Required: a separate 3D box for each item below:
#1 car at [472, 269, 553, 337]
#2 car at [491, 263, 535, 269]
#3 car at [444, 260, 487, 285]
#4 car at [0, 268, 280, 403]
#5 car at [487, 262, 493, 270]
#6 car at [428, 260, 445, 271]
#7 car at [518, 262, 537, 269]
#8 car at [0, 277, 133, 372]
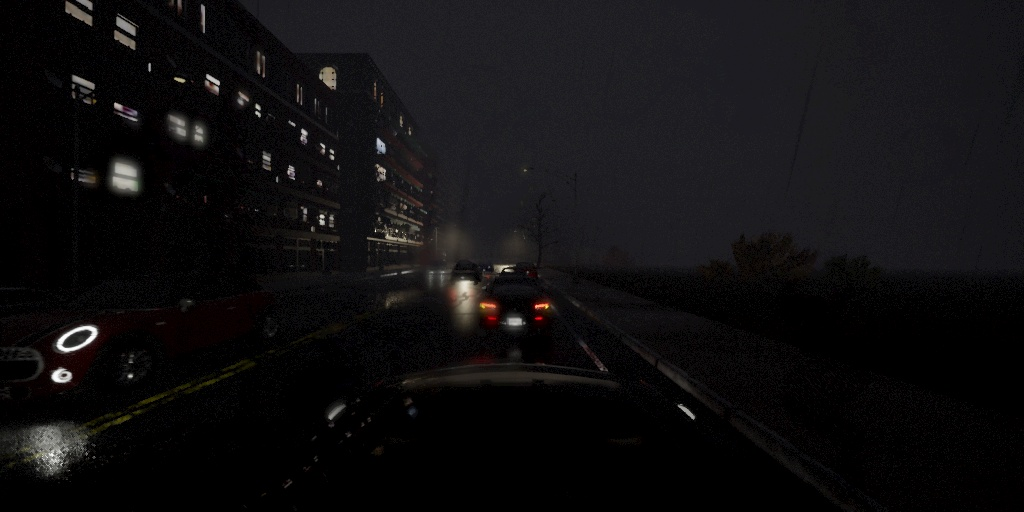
[{"bbox_3d":[0.072,1.275,10.134,1.812,1.442,4.674,0,0,0],"label":"car"},{"bbox_3d":[0.059,1.313,20.301,1.994,1.385,4.181,0,0,0],"label":"car"},{"bbox_3d":[-3.205,1.237,25.920,2.128,1.511,4.902,0,0,0],"label":"car"},{"bbox_3d":[-6.612,1.102,6.670,2.097,1.767,4.553,0,0,0],"label":"car"},{"bbox_3d":[-3.242,1.345,43.984,1.895,1.301,4.718,0,0,0],"label":"car"},{"bbox_3d":[-9.953,1.268,48.680,1.812,1.442,4.674,0,0,0],"label":"car"},{"bbox_3d":[1.074,1.225,29.829,1.882,1.535,5.008,0,0,0],"label":"car"},{"bbox_3d":[-9.861,1.241,5.871,2.128,1.511,4.902,0,0,0],"label":"car"}]
